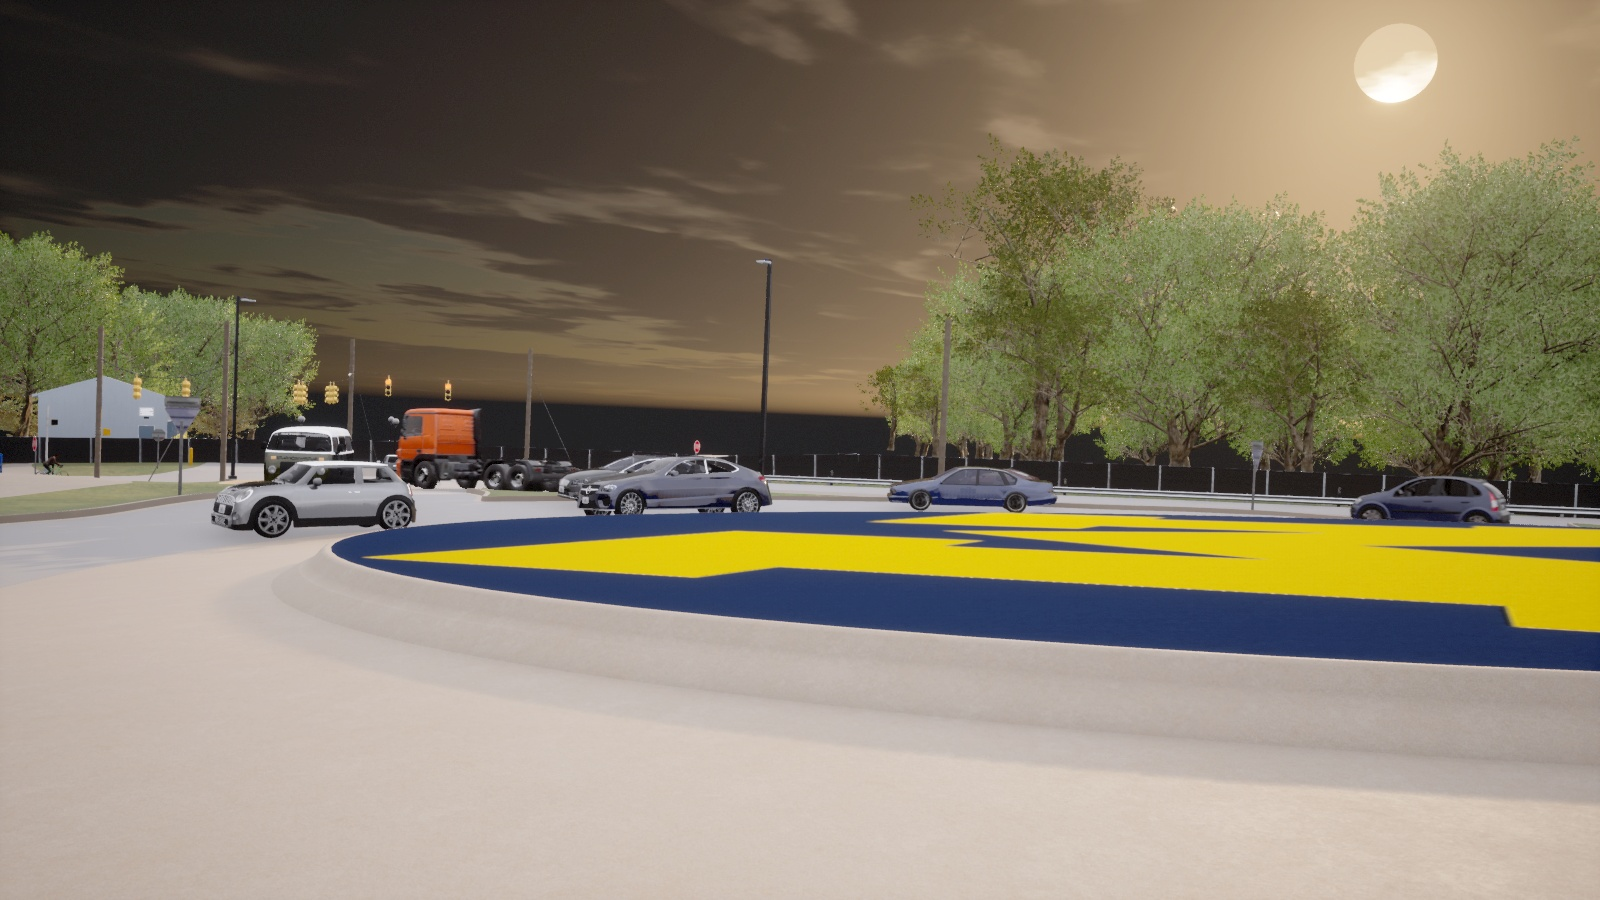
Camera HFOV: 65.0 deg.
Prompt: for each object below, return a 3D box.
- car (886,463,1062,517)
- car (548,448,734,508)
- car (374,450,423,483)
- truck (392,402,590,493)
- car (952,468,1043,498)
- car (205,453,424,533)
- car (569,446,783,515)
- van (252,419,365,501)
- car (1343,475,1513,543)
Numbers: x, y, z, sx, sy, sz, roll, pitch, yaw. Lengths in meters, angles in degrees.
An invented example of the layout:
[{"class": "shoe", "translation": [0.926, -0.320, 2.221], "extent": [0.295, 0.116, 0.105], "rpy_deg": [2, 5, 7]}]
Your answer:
[{"class": "car", "translation": [5.476, 1.270, 40.172], "extent": [5.357, 1.411, 2.033], "rpy_deg": [2, 2, 3]}, {"class": "car", "translation": [-4.638, 0.829, 36.848], "extent": [4.902, 1.511, 2.128], "rpy_deg": [2, 2, -30]}, {"class": "car", "translation": [-19.602, 0.794, 61.194], "extent": [1.970, 1.475, 3.806], "rpy_deg": [2, -1, -22]}, {"class": "truck", "translation": [-12.813, -0.131, 51.857], "extent": [7.936, 3.462, 2.891], "rpy_deg": [2, 0, 28]}, {"class": "car", "translation": [11.079, 1.838, 70.444], "extent": [4.674, 1.442, 1.812], "rpy_deg": [2, 1, 27]}, {"class": "car", "translation": [-10.116, 0.857, 26.275], "extent": [3.806, 1.475, 1.970], "rpy_deg": [1, 2, -40]}, {"class": "car", "translation": [-3.147, 0.800, 32.222], "extent": [5.027, 1.651, 2.152], "rpy_deg": [2, -1, -33]}, {"class": "van", "translation": [-13.518, 0.253, 34.791], "extent": [2.069, 2.038, 4.480], "rpy_deg": [3, 0, -11]}, {"class": "car", "translation": [17.801, 1.618, 35.659], "extent": [3.988, 1.617, 1.851], "rpy_deg": [3, 1, 38]}]
